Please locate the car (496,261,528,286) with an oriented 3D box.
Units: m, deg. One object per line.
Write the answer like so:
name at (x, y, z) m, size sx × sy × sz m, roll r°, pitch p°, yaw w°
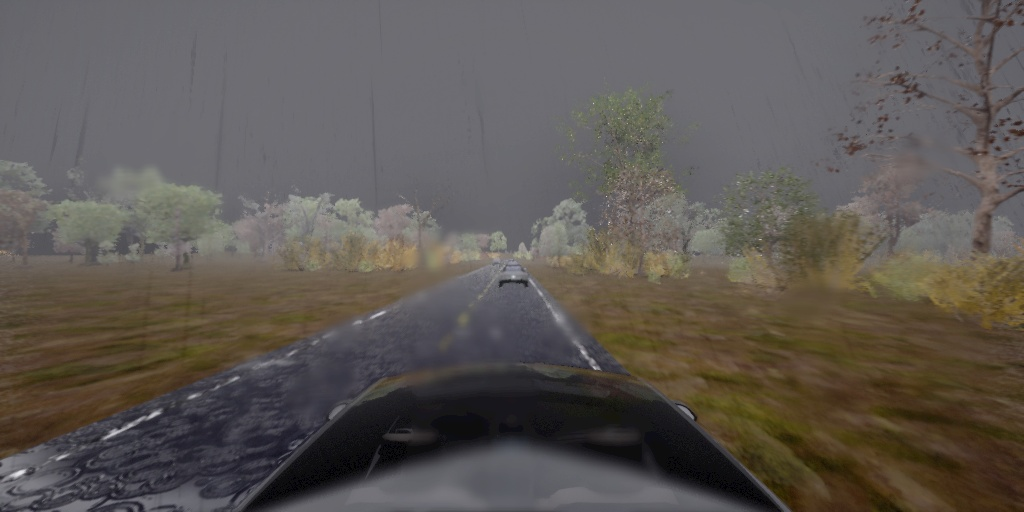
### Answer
car at (0.094, 1.277, 24.646) m, size 1.994 × 1.385 × 4.181 m, roll 0°, pitch 0°, yaw 0°
